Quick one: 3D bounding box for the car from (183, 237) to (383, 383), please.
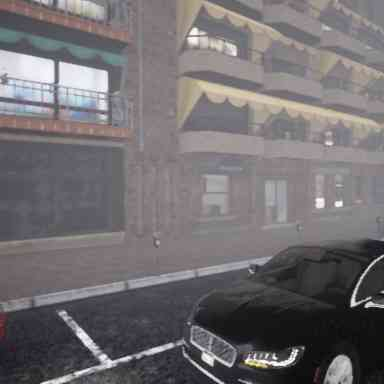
[{"bbox_3d":[2.143,1.509,4.909,4.892,1.490,1.837,0,0,-36],"label":"car"}]

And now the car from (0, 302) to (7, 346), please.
[{"bbox_3d":[-4.327,1.587,3.436,4.206,1.307,1.802,0,-1,-36],"label":"car"}]
